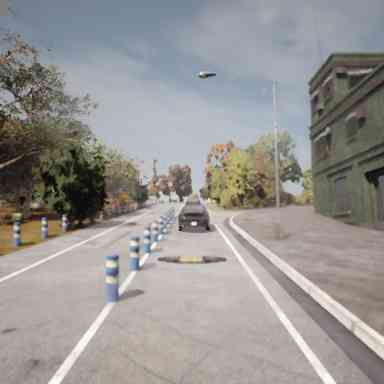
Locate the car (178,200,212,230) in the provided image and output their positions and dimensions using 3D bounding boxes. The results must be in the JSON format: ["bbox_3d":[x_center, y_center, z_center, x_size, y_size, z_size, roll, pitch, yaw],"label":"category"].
[{"bbox_3d":[0.170,1.517,21.025,1.837,1.490,4.892,0,0,2],"label":"car"}]

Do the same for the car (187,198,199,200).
[{"bbox_3d":[0.121,1.500,39.339,1.882,1.535,5.008,0,0,0],"label":"car"}]
